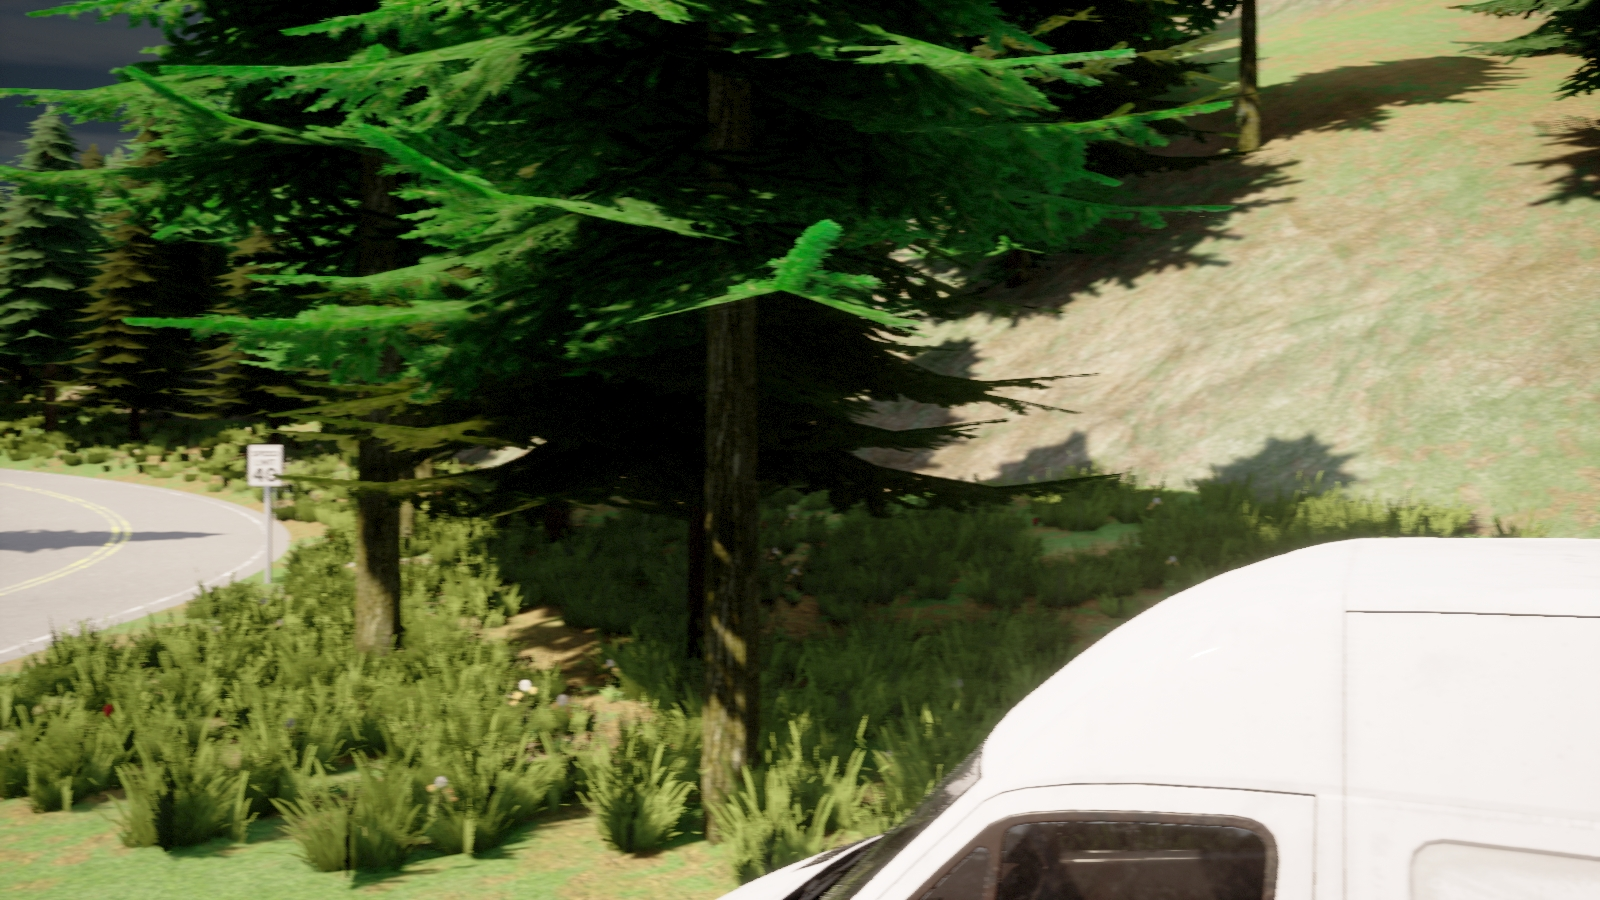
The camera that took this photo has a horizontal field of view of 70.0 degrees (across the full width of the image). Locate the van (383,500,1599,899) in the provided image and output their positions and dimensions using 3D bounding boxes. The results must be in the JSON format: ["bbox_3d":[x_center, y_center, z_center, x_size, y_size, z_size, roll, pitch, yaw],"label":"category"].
[{"bbox_3d":[1.922,1.500,2.723,5.915,2.561,1.988,0,0,27],"label":"van"}]
